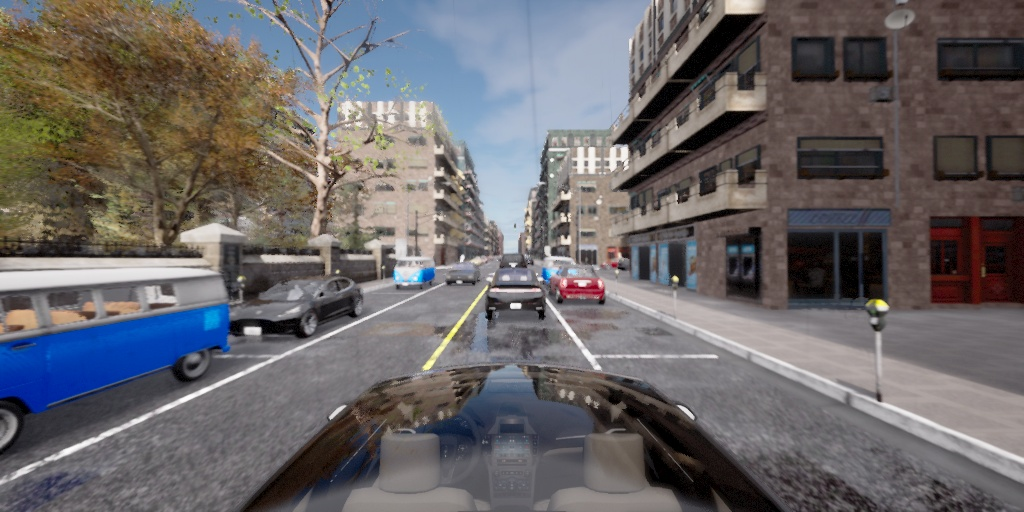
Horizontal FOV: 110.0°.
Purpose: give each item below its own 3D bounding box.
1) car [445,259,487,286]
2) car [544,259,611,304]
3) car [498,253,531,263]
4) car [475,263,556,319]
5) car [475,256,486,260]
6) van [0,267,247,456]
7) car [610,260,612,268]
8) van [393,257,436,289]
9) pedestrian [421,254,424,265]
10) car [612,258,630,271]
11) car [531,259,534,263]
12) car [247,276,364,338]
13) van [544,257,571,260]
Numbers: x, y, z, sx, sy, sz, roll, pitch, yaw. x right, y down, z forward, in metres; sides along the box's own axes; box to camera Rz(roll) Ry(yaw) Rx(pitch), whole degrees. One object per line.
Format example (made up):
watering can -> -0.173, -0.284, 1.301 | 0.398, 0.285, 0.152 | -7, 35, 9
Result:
car -> -3.076, 1.132, 23.640 | 2.033, 1.411, 5.357 | 0, 0, 0
car -> 2.660, 1.086, 15.546 | 1.967, 1.591, 4.097 | 0, 0, 0
car -> 0.099, 0.773, 27.960 | 2.150, 2.045, 5.566 | 0, 0, 0
car -> 0.101, 1.161, 12.442 | 2.128, 1.511, 4.902 | 0, 1, 0
car -> -5.694, 0.845, 58.844 | 1.751, 1.417, 4.829 | 0, 0, 0
van -> -5.698, 1.070, 4.500 | 1.690, 1.789, 3.998 | 0, 0, 0
car -> 13.633, 1.007, 47.184 | 4.097, 1.591, 1.967 | 0, 0, 1
van -> -5.658, 0.945, 21.070 | 1.690, 1.789, 3.998 | 0, 0, 0
pedestrian -> -12.543, 0.590, 50.448 | 0.375, 1.860, 0.375 | 0, -1, 1
car -> 13.531, 1.047, 38.804 | 4.313, 1.339, 1.948 | 0, 0, 1
car -> 2.686, 0.886, 59.015 | 1.948, 1.339, 4.313 | 0, 0, 0
car -> -5.673, 1.253, 10.023 | 1.948, 1.339, 4.313 | 0, 0, 0
van -> 2.657, 0.945, 21.069 | 1.690, 1.789, 3.998 | 0, 0, 0
